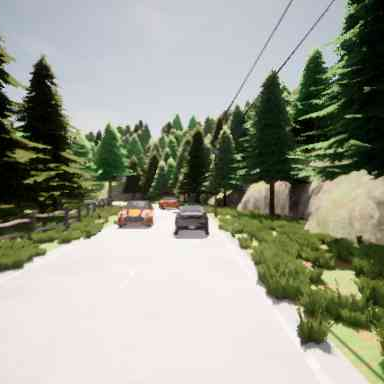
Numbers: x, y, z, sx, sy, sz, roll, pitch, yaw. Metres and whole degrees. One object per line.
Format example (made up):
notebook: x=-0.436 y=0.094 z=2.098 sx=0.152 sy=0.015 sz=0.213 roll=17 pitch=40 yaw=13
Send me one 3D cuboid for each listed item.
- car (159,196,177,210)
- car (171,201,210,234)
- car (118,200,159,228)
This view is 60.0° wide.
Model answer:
car: x=-3.207 y=1.363 z=44.110 sx=2.097 sy=1.767 sz=4.553 roll=0 pitch=0 yaw=-14
car: x=-0.043 y=1.507 z=19.088 sx=1.837 sy=1.490 sz=4.892 roll=0 pitch=0 yaw=-1
car: x=-3.586 y=1.362 z=22.191 sx=2.097 sy=1.767 sz=4.553 roll=0 pitch=0 yaw=-2
